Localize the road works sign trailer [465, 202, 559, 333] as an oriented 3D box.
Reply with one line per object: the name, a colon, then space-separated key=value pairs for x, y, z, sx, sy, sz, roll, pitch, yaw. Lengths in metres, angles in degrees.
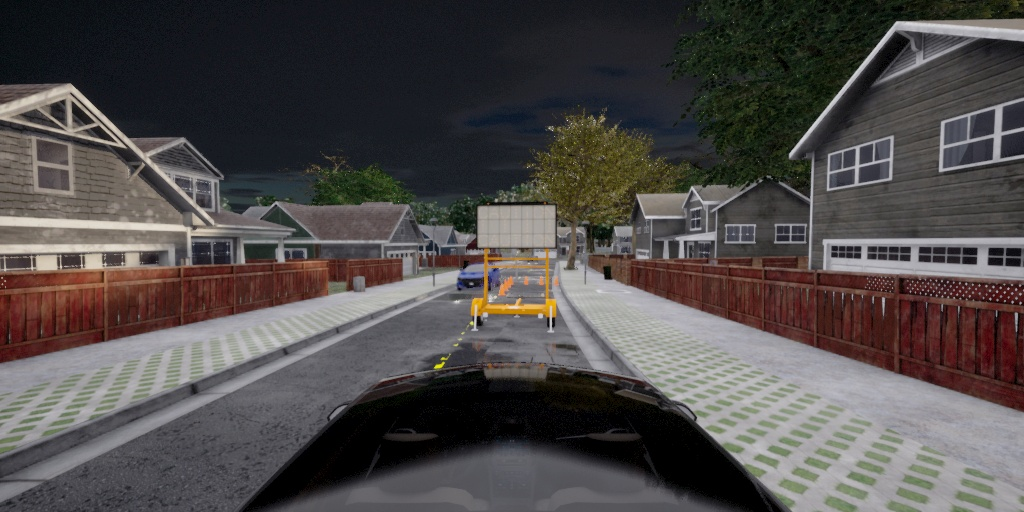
road works sign trailer: x=0.144 y=0.191 z=10.788 sx=2.380 sy=3.560 sz=2.880 roll=0 pitch=0 yaw=5

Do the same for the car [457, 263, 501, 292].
car: x=-1.833 y=1.135 z=20.841 sx=1.882 sy=1.535 sz=5.008 roll=0 pitch=0 yaw=6
